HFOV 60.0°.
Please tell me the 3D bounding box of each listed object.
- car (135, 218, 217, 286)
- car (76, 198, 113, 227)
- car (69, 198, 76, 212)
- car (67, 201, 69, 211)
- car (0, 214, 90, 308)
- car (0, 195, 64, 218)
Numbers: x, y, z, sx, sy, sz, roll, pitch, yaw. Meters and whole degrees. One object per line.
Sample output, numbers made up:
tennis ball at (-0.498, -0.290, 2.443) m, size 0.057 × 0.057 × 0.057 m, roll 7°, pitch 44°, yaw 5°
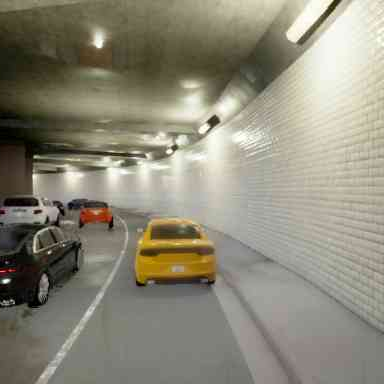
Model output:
car at (-0.553, 1.477, 9.496) m, size 1.882 × 1.535 × 5.008 m, roll 0°, pitch 0°, yaw -6°
car at (-6.512, 1.351, 22.855) m, size 2.097 × 1.767 × 4.553 m, roll 0°, pitch 0°, yaw -14°
car at (-13.340, 1.477, 39.185) m, size 1.882 × 1.535 × 5.008 m, roll 0°, pitch 0°, yaw -32°
car at (-13.978, 1.548, 33.433) m, size 2.033 × 1.411 × 5.357 m, roll 0°, pitch 0°, yaw -27°
car at (-3.948, 1.506, 7.849) m, size 1.837 × 1.490 × 4.892 m, roll 0°, pitch 0°, yaw -5°
car at (-9.165, 1.215, 19.216) m, size 2.150 × 2.045 × 5.566 m, roll 0°, pitch -1°, yaw -12°
